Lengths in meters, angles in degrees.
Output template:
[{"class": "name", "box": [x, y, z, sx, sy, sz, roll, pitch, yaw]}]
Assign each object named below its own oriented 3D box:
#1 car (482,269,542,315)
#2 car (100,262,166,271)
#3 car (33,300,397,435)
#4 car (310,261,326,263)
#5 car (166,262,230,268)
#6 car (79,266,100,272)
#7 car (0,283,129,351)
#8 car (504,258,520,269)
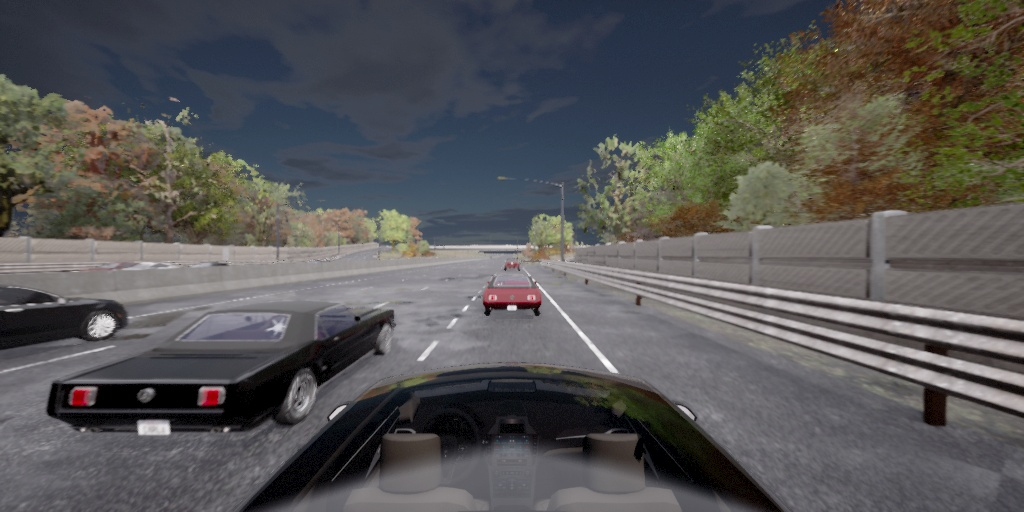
[{"class": "car", "box": [0.007, 1.322, 13.354, 1.895, 1.301, 4.718, 0, 0, 0]}, {"class": "car", "box": [-28.049, 1.228, 27.689, 1.812, 1.442, 4.674, 0, 0, 0]}, {"class": "car", "box": [-3.396, 1.341, 5.629, 1.895, 1.301, 4.718, 0, 0, 0]}, {"class": "car", "box": [-21.061, 1.238, 38.662, 2.033, 1.411, 5.357, 0, 0, 0]}, {"class": "car", "box": [-24.544, 1.227, 28.907, 1.812, 1.442, 4.674, 0, 0, 0]}, {"class": "car", "box": [-31.539, 1.228, 28.630, 1.812, 1.442, 4.674, 0, 0, 1]}, {"class": "car", "box": [-10.397, 1.243, 6.825, 1.837, 1.490, 4.892, 0, 0, 0]}, {"class": "car", "box": [0.034, 1.029, 49.894, 2.097, 1.767, 4.553, 0, 0, 0]}]
